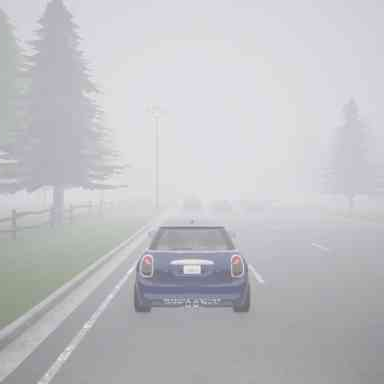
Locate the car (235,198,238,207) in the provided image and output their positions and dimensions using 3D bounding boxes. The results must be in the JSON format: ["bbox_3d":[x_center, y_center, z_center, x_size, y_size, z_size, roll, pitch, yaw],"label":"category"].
[{"bbox_3d":[7.014,1.564,48.911,1.994,1.385,4.181,0,0,0],"label":"car"}]

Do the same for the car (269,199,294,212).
[{"bbox_3d":[10.511,1.526,38.906,1.812,1.442,4.674,0,0,0],"label":"car"}]

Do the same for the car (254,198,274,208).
[{"bbox_3d":[10.514,1.564,48.910,1.994,1.385,4.181,0,0,0],"label":"car"}]

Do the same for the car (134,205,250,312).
[{"bbox_3d":[0.002,1.352,7.842,2.097,1.767,4.553,0,0,0],"label":"car"}]

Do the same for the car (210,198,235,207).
[{"bbox_3d":[3.511,1.564,38.908,1.994,1.385,4.181,0,0,0],"label":"car"}]

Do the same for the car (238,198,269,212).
[{"bbox_3d":[7.011,1.547,38.491,2.033,1.411,5.357,0,0,0],"label":"car"}]

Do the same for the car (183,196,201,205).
[{"bbox_3d":[0.011,1.352,38.879,2.097,1.767,4.553,0,0,0],"label":"car"}]

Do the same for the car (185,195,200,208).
[{"bbox_3d":[0.014,1.352,48.883,2.097,1.767,4.553,0,0,0],"label":"car"}]
